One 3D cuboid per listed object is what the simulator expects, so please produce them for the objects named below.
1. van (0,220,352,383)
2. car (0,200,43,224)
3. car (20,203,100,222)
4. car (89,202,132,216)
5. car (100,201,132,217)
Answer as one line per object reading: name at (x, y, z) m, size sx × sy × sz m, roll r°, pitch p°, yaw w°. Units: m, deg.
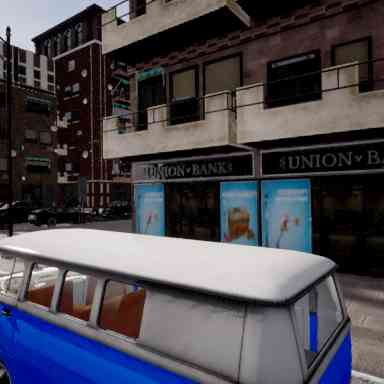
van at (-0.578, 1.342, 3.263) m, size 3.998 × 1.788 × 1.690 m, roll 0°, pitch -1°, yaw 35°
car at (-13.467, 1.473, 25.759) m, size 2.097 × 1.767 × 4.553 m, roll -1°, pitch -1°, yaw 36°
car at (-8.744, 1.583, 22.405) m, size 1.947 × 1.339 × 4.313 m, roll -2°, pitch -1°, yaw 36°
car at (-8.868, 1.797, 36.457) m, size 1.947 × 1.339 × 4.313 m, roll -2°, pitch -1°, yaw 36°
car at (-7.388, 1.671, 34.088) m, size 2.128 × 1.511 × 4.902 m, roll -1°, pitch -1°, yaw 36°
